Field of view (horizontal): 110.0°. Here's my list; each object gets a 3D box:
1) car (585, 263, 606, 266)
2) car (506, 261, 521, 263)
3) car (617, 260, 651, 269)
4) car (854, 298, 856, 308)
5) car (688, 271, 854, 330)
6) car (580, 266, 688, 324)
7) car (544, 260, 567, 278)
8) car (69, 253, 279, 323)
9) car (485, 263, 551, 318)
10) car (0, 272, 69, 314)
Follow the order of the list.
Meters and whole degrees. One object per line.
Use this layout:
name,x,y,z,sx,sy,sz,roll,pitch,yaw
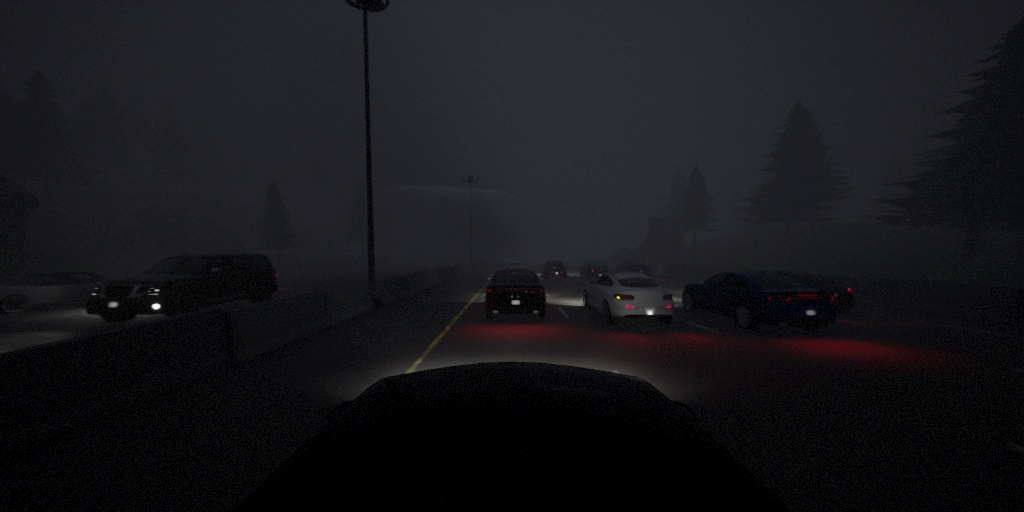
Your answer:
car,7.129,1.222,31.059,1.895,1.301,4.718,0,0,0
car,0.116,1.143,31.411,1.812,1.442,4.674,0,0,0
car,10.629,1.096,31.852,1.882,1.535,5.008,0,0,0
car,10.612,1.260,13.880,1.994,1.385,4.181,0,0,0
car,7.109,1.185,11.001,1.882,1.535,5.008,0,0,0
car,3.610,1.229,11.679,1.812,1.442,4.674,0,0,0
car,3.629,1.123,31.465,1.837,1.490,4.892,0,0,0
car,-10.577,0.918,12.281,2.150,2.045,5.566,0,0,0
car,0.110,1.175,12.814,1.882,1.535,5.008,0,0,0
car,-17.569,1.290,13.566,1.895,1.301,4.718,0,0,0
